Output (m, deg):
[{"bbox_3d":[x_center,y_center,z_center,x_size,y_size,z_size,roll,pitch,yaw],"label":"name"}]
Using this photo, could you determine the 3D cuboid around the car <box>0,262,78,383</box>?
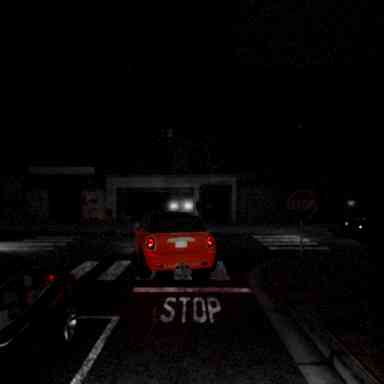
[{"bbox_3d":[-2.640,1.587,3.629,1.947,1.339,4.313,0,0,0],"label":"car"}]

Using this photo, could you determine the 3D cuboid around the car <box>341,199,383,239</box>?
[{"bbox_3d":[10.751,1.286,17.182,5.566,2.045,2.150,0,0,0],"label":"car"}]

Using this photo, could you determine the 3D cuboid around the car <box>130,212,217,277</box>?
[{"bbox_3d":[-0.786,1.413,10.776,2.097,1.767,4.553,0,0,-14],"label":"car"}]
